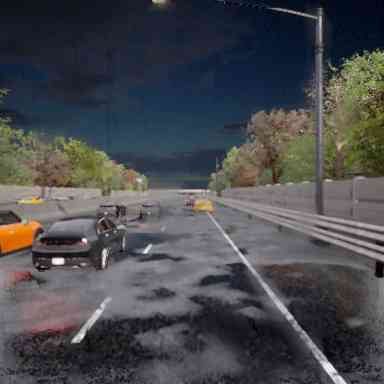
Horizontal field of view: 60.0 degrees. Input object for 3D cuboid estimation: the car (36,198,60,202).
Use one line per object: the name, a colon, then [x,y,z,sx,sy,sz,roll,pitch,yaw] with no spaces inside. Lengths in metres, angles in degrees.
car: [-21.074,1.639,49.950,1.994,1.385,4.181,0,0,0]

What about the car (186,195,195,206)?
car: [-0.009,1.690,55.739,1.895,1.301,4.718,0,0,0]

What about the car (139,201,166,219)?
car: [-3.404,1.520,29.143,2.128,1.511,4.902,0,0,0]

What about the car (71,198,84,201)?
car: [-17.567,1.642,51.275,1.994,1.385,4.181,0,0,0]

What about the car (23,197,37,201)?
car: [-24.559,1.555,50.891,1.882,1.535,5.008,0,0,1]

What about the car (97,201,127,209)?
car: [-6.902,1.520,29.137,2.128,1.511,4.902,0,0,0]

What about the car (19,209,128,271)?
car: [-3.401,1.514,10.872,1.837,1.490,4.892,0,0,0]

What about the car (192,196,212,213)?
car: [1.219,1.524,36.940,1.882,1.535,5.008,0,0,0]

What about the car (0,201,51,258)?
car: [-6.902,1.362,11.412,2.097,1.767,4.553,0,0,0]

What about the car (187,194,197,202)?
car: [-0.011,1.335,72.359,2.097,1.767,4.553,0,0,0]
